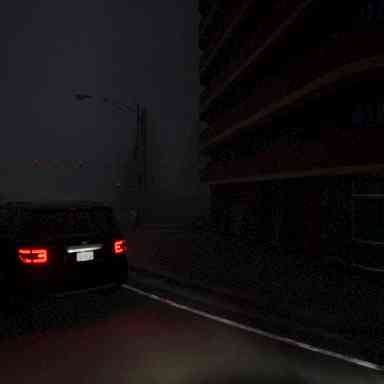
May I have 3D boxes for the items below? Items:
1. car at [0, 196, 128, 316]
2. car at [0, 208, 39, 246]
[{"bbox_3d":[-3.583,1.221,7.907,2.150,2.045,5.566,0,0,-40],"label":"car"},{"bbox_3d":[-8.449,1.564,15.879,1.994,1.385,4.181,0,0,-26],"label":"car"}]
